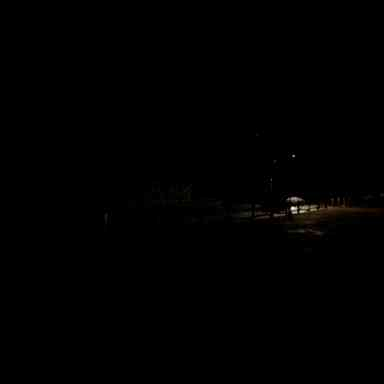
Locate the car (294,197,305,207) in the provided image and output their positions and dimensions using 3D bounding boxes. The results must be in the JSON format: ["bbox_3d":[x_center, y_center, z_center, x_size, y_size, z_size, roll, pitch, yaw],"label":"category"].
[{"bbox_3d":[15.188,1.459,49.235,2.033,1.411,5.357,2,1,36],"label":"car"}]

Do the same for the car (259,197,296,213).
[{"bbox_3d":[9.100,1.539,36.181,2.033,1.411,5.357,2,1,36],"label":"car"}]
